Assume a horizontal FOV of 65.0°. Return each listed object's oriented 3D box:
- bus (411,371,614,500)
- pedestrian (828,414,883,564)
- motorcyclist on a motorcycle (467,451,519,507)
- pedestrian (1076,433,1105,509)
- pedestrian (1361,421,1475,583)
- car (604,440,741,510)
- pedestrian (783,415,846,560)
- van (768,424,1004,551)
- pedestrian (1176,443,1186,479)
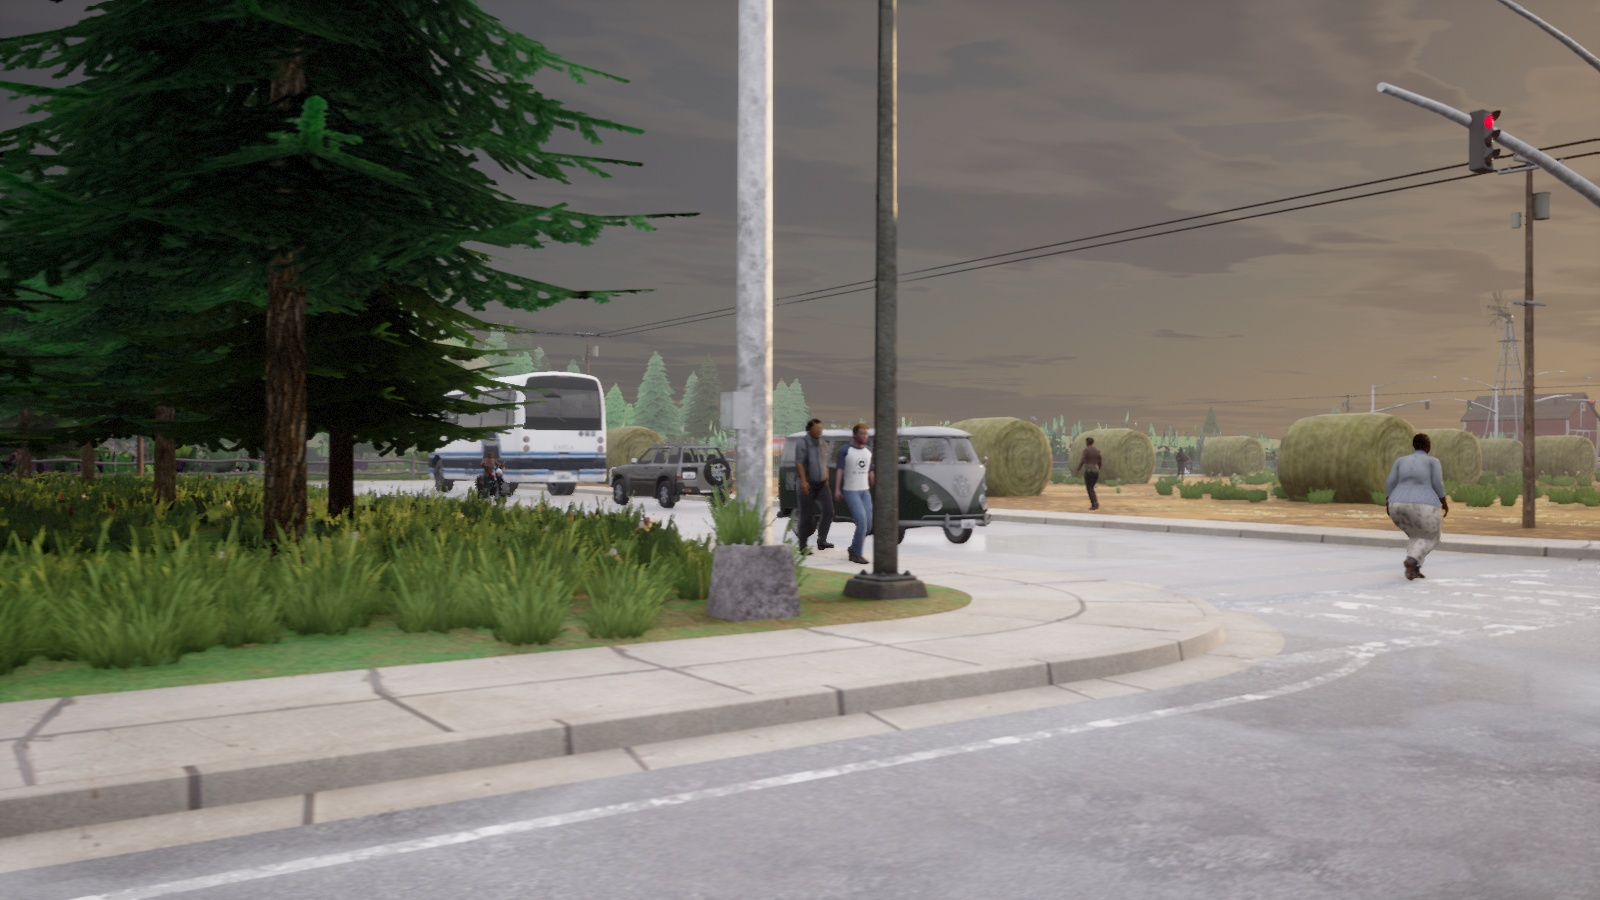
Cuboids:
[{"bbox_3d":[-10.958,-0.441,46.698,3.944,4.253,10.273,0,0,-34],"label":"bus"},{"bbox_3d":[0.691,0.478,15.755,0.354,1.836,0.706,0,0,-32],"label":"pedestrian"},{"bbox_3d":[-9.281,0.855,37.901,0.766,1.649,2.350,0,0,-34],"label":"motorcyclist on a motorcycle"},{"bbox_3d":[7.027,0.501,30.394,0.328,1.805,0.869,0,0,-14],"label":"pedestrian"},{"bbox_3d":[7.363,0.601,14.976,0.900,1.855,0.874,0,0,-32],"label":"pedestrian"},{"bbox_3d":[-3.716,0.707,35.880,1.932,1.855,4.605,0,-1,-34],"label":"car"},{"bbox_3d":[0.181,0.481,16.488,0.540,1.848,0.694,0,0,-31],"label":"pedestrian"},{"bbox_3d":[1.384,0.595,21.973,1.775,1.987,4.442,0,0,-34],"label":"van"},{"bbox_3d":[20.256,0.594,66.718,0.395,1.930,0.692,0,0,7],"label":"pedestrian"}]
